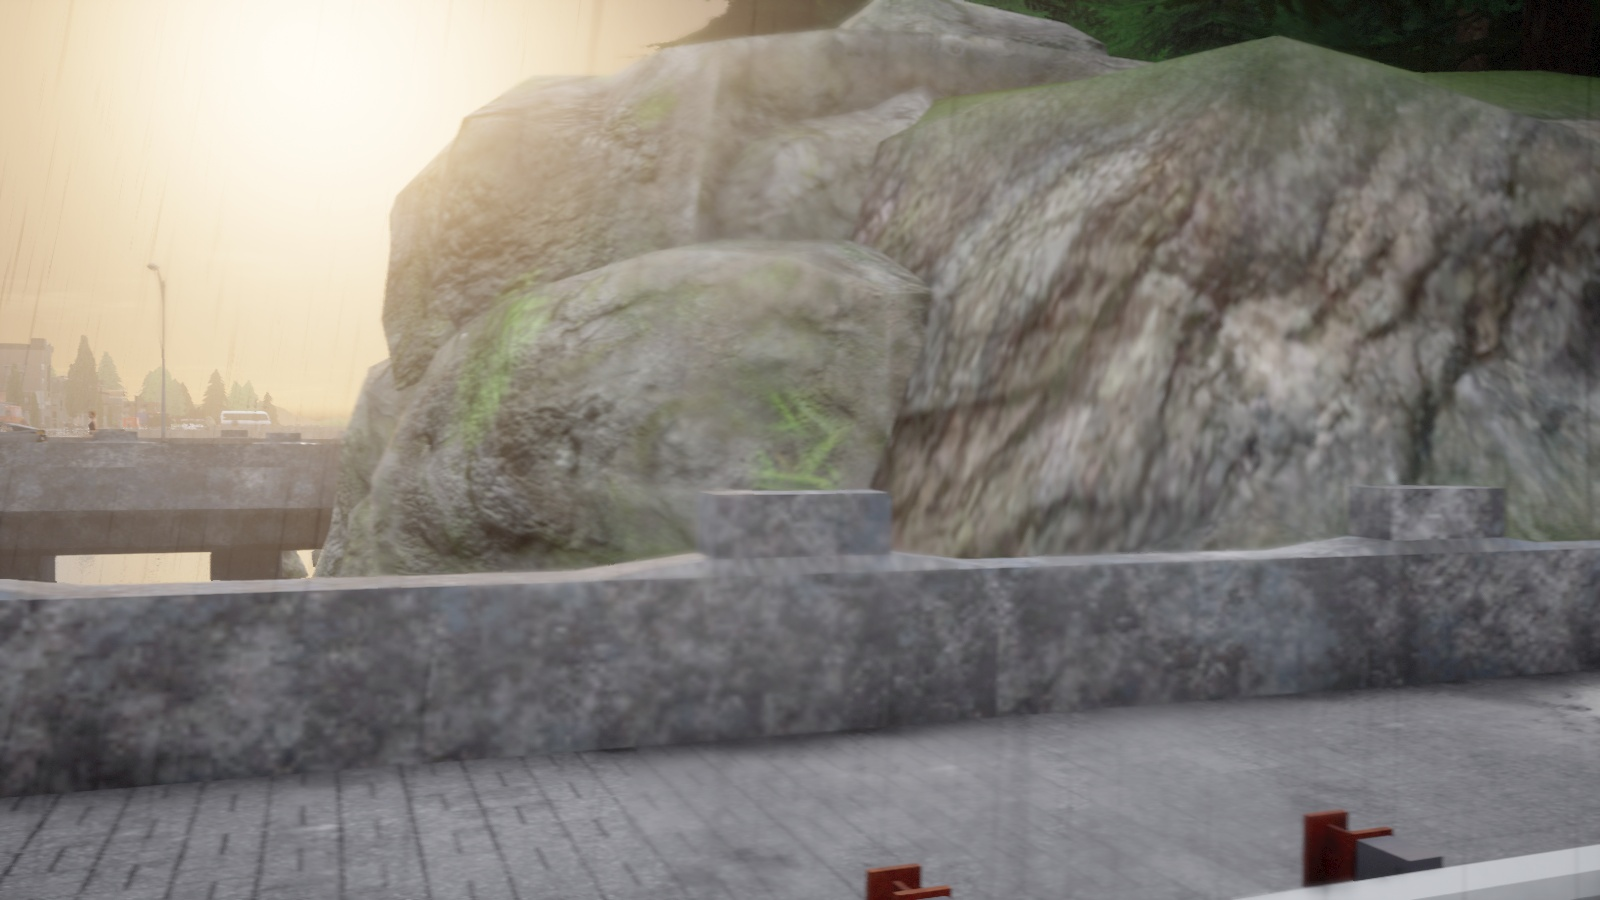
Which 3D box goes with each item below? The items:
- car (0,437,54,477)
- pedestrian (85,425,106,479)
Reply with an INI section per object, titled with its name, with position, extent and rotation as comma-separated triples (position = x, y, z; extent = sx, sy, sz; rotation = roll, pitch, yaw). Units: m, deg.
[car]
position = -31.853, 0.293, 48.918
extent = 4.514, 1.525, 2.007
rotation = -1, 1, -21
[pedestrian]
position = -24.220, 0.067, 43.168
extent = 0.594, 1.836, 0.345
rotation = -1, 1, -34
